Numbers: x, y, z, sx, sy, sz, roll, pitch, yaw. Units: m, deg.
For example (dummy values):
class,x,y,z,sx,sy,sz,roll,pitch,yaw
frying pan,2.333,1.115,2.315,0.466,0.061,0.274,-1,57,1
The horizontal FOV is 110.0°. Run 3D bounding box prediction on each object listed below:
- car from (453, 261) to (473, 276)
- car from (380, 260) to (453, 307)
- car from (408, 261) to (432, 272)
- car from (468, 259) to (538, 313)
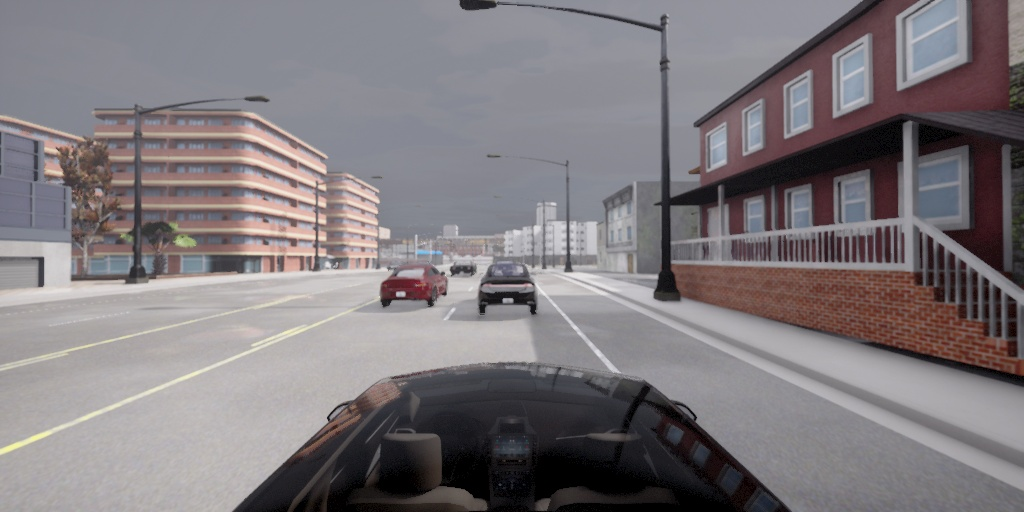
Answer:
class,x,y,z,sx,sy,sz,roll,pitch,yaw
car,-4.079,1.048,30.995,1.895,1.301,4.718,0,-1,-1
car,-3.681,1.043,14.009,1.812,1.442,4.674,0,1,-1
car,-11.596,1.358,45.283,1.895,1.301,4.718,0,-1,-1
car,-0.160,1.020,12.735,2.128,1.511,4.902,0,1,-1
